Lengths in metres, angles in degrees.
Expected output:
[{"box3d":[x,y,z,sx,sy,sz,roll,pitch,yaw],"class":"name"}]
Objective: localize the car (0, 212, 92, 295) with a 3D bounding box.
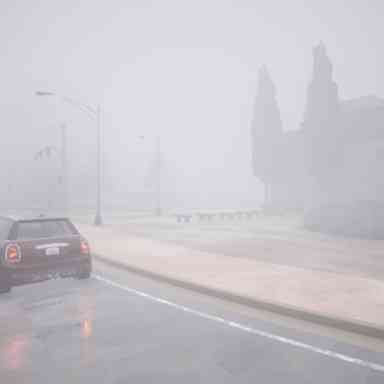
[{"box3d":[-4.542,1.352,9.053,2.097,1.767,4.553,0,0,-42],"class":"car"}]
